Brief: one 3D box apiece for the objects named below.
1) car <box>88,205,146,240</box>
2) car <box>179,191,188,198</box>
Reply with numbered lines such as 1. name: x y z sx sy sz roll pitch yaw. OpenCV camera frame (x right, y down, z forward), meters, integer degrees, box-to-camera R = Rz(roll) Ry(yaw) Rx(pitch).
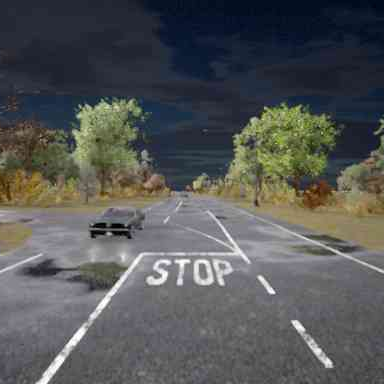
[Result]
1. car: -3.462 1.357 16.067 1.895 1.301 4.718 1 2 0
2. car: -2.320 0.694 94.661 2.150 2.045 5.566 0 0 6
